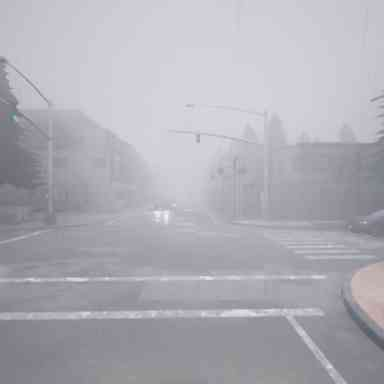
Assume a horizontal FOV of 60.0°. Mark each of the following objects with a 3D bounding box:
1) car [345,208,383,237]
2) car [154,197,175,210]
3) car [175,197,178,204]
[{"bbox_3d":[10.396,1.495,17.208,4.674,1.442,1.812,0,0,-5],"label":"car"},{"bbox_3d":[-3.593,1.454,41.533,2.128,1.511,4.902,0,0,0],"label":"car"},{"bbox_3d":[-3.558,1.510,60.473,1.994,1.385,4.181,0,0,0],"label":"car"}]
